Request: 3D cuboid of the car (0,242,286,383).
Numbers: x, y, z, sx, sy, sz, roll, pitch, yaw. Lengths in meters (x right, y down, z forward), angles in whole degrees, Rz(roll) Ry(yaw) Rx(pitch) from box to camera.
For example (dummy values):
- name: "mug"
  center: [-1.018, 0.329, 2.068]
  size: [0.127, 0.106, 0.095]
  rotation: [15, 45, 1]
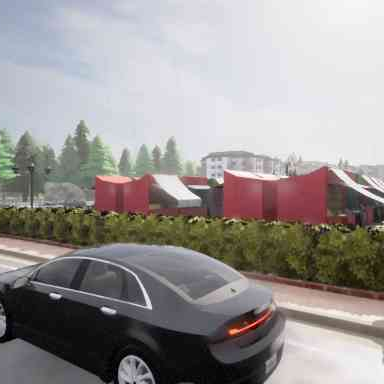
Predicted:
- name: "car"
  center: [-1.158, 1.505, 4.827]
  size: [4.892, 1.490, 1.837]
  rotation: [0, 0, 36]

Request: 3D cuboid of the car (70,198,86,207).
- name: "car"
  center: [-15.245, 1.547, 40.544]
  size: [2.128, 1.511, 4.902]
  rotation: [0, 0, 36]

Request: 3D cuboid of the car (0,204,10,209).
- name: "car"
  center: [-20.853, 1.603, 32.805]
  size: [2.033, 1.411, 5.357]
  rotation: [0, 0, 39]

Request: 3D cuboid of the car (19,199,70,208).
- name: "car"
  center: [-15.508, 1.656, 34.233]
  size: [1.895, 1.301, 4.718]
  rotation: [0, 0, 36]

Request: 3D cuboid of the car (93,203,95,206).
- name: "car"
  center: [-10.191, 1.407, 41.541]
  size: [2.097, 1.767, 4.553]
  rotation: [0, 0, 36]
